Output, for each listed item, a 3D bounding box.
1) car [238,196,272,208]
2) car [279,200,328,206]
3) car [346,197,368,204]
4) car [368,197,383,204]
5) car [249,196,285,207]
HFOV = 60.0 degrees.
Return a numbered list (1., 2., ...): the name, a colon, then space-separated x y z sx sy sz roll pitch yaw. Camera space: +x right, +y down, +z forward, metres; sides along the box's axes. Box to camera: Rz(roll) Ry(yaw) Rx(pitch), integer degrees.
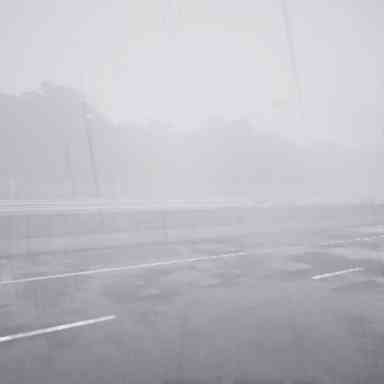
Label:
1. car: 6.811 1.203 33.261 4.553 1.767 2.097 0 0 -31
2. car: 9.662 1.496 26.821 4.718 1.301 1.895 0 0 -31
3. car: 21.526 1.361 41.995 4.892 1.490 1.837 0 0 -30
4. car: 23.557 1.425 39.127 5.357 1.411 2.033 0 0 -30
5. car: 7.766 1.399 29.763 4.674 1.442 1.812 0 0 -31
